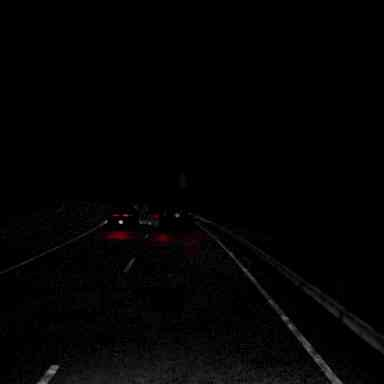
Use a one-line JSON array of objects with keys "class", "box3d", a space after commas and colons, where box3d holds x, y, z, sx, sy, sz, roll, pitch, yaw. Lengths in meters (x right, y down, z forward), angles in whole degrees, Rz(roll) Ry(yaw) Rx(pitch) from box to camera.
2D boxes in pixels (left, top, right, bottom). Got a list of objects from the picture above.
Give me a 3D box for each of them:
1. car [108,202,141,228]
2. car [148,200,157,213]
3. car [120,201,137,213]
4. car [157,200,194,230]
[{"class": "car", "box3d": [-4.707, 1.645, 23.202, 1.837, 1.490, 4.892, 0, 0, -6]}, {"class": "car", "box3d": [-4.320, 1.737, 41.234, 2.128, 1.511, 4.902, 0, 0, -13]}, {"class": "car", "box3d": [-7.869, 1.844, 41.132, 1.895, 1.301, 4.718, 0, 0, -13]}, {"class": "car", "box3d": [-1.112, 1.485, 22.371, 2.097, 1.767, 4.553, 0, 0, -6]}]
